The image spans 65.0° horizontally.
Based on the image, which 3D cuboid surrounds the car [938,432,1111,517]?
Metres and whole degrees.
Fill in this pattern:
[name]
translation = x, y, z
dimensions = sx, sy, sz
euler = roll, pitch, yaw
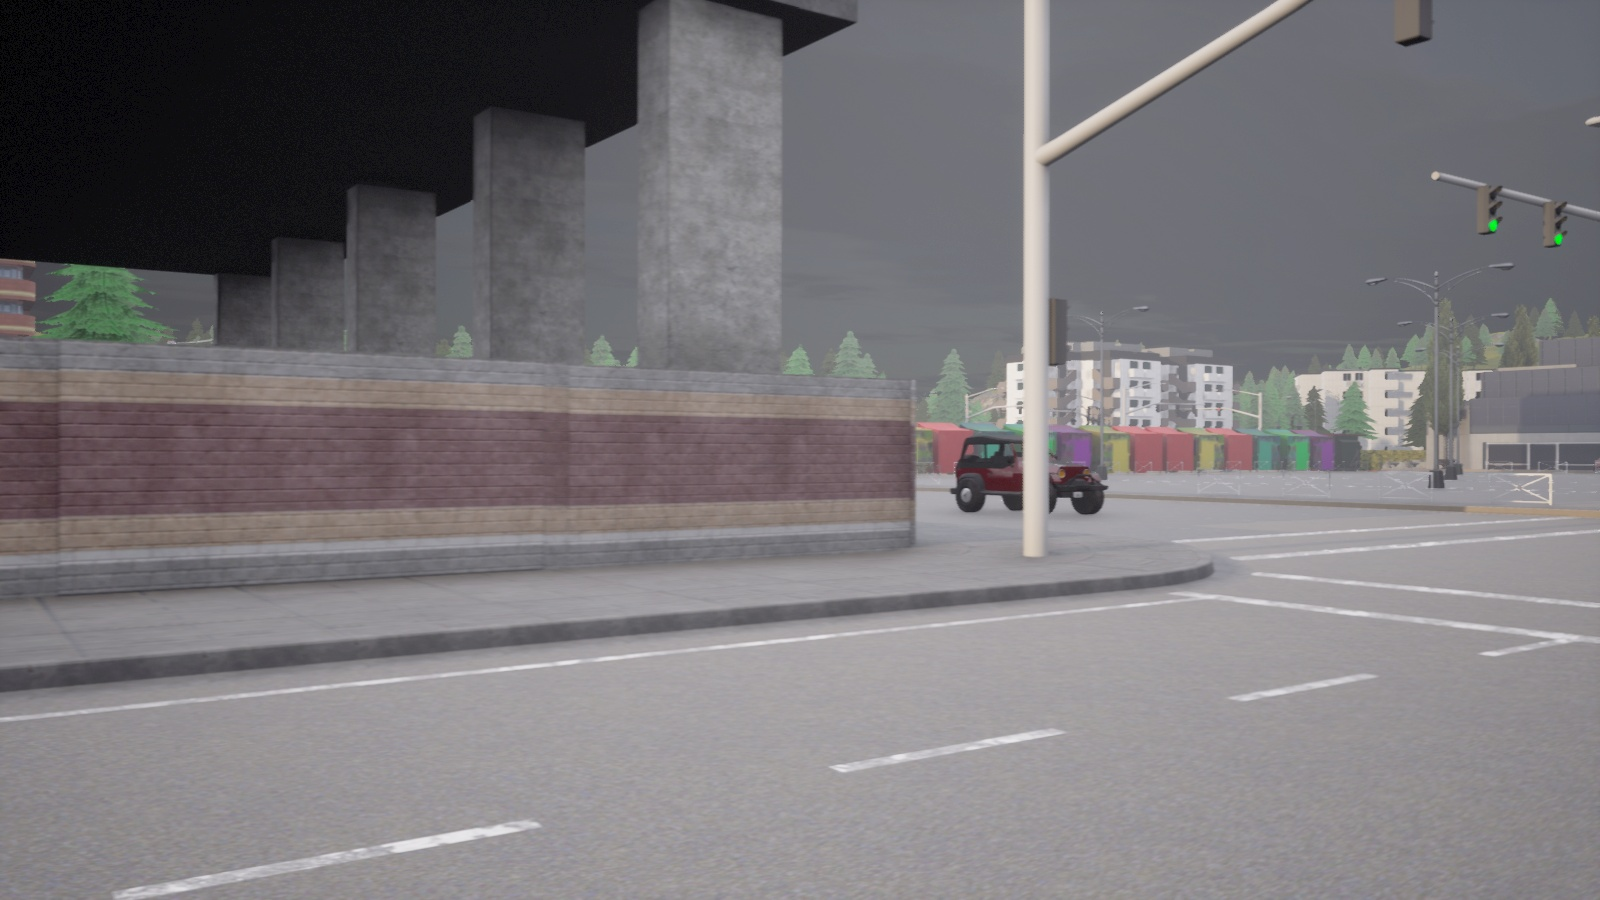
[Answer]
[car]
translation = 5.287, 0.548, 29.987
dimensions = 1.905, 1.878, 3.866
euler = 0, 0, -35
